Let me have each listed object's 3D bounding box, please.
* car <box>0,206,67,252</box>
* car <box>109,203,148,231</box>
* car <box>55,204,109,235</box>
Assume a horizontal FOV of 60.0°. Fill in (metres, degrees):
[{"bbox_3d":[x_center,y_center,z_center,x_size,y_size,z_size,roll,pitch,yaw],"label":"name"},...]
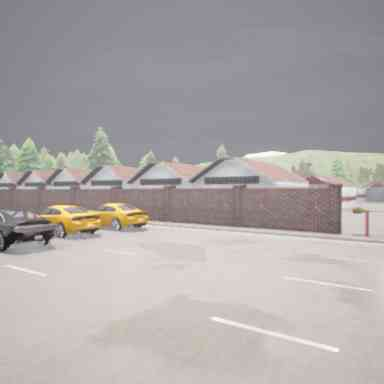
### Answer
[{"bbox_3d":[-7.687,1.469,13.794,4.902,1.511,2.128,0,0,35],"label":"car"},{"bbox_3d":[-4.936,1.452,20.424,5.008,1.535,1.882,0,0,35],"label":"car"},{"bbox_3d":[-6.949,1.452,17.562,5.008,1.535,1.882,0,0,35],"label":"car"}]
